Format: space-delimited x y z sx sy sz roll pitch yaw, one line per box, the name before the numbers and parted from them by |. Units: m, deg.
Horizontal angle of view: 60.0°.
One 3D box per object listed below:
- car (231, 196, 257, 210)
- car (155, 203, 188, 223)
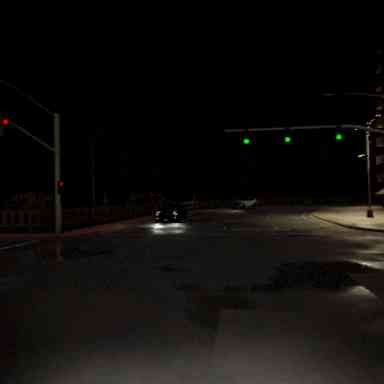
car | 8.454 1.750 53.946 2.150 2.045 5.566 -3 -1 39
car | -1.807 1.814 30.324 2.097 1.767 4.553 -1 -1 11
